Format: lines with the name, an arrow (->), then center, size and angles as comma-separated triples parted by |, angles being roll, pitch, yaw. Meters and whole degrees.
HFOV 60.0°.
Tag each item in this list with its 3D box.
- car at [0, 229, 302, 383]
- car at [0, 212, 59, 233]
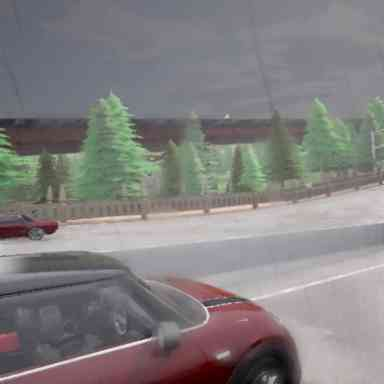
car -> -1.089, 1.352, 2.970 | 4.553, 1.767, 2.097 | 0, 0, -36
car -> -8.654, 1.601, 14.980 | 4.718, 1.301, 1.895 | 0, 0, -35
